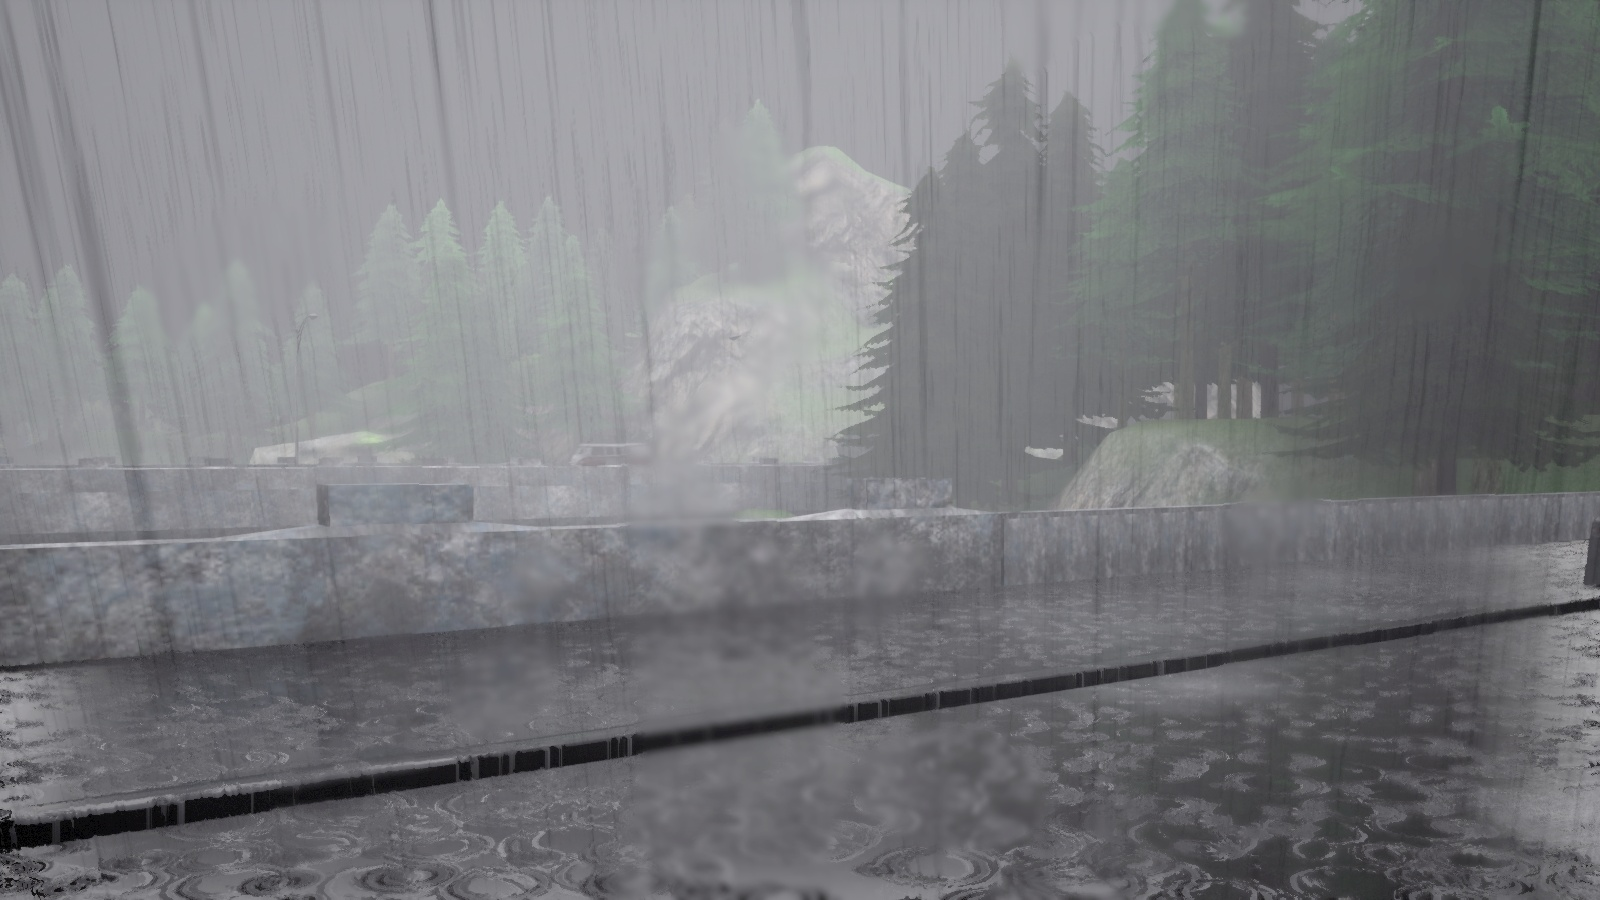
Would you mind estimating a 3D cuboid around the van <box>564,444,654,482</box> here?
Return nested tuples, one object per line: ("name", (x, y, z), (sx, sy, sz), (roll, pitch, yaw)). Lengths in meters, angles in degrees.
("van", (-10.200, 0.684, 67.276), (4.442, 1.987, 1.775), (0, 0, -35))
